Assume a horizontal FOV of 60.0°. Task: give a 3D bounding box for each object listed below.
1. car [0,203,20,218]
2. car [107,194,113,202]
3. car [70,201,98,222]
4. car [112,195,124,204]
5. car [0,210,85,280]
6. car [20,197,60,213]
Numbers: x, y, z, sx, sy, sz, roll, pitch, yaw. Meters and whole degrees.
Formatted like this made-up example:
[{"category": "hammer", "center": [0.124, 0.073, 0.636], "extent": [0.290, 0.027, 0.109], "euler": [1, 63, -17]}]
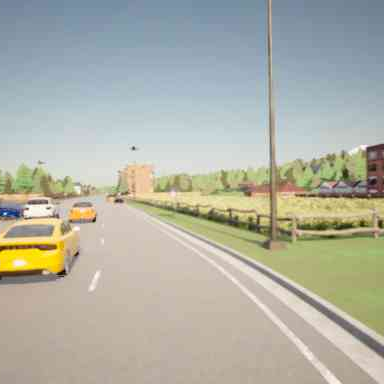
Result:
[{"category": "car", "center": [-17.554, 1.838, 32.746], "extent": [1.882, 1.535, 5.008], "euler": [-1, 0, -14]}, {"category": "car", "center": [-22.269, 1.897, 92.174], "extent": [2.097, 1.767, 4.553], "euler": [-1, 0, -15]}, {"category": "car", "center": [-9.203, 1.561, 28.382], "extent": [2.097, 1.767, 4.553], "euler": [-1, 0, -14]}, {"category": "car", "center": [-16.478, 1.895, 75.033], "extent": [1.882, 1.535, 5.008], "euler": [-1, 0, -15]}, {"category": "car", "center": [-4.693, 1.577, 10.446], "extent": [1.882, 1.535, 5.008], "euler": [-1, 0, -12]}, {"category": "car", "center": [-13.024, 1.498, 29.190], "extent": [2.150, 2.045, 5.566], "euler": [-1, 0, -14]}]
